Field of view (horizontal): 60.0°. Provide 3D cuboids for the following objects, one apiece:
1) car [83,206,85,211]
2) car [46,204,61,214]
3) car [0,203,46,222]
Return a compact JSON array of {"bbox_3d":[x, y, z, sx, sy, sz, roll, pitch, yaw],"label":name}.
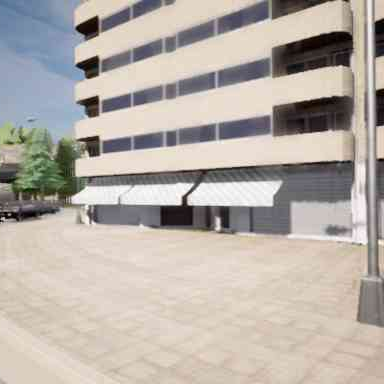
[{"bbox_3d":[-11.889,2.029,43.618,1.895,1.301,4.718,-1,0,29],"label":"car"},{"bbox_3d":[-17.736,1.998,38.652,2.033,1.411,5.357,-1,0,18],"label":"car"},{"bbox_3d":[-15.794,1.974,30.518,1.895,1.301,4.718,-1,0,5],"label":"car"}]
